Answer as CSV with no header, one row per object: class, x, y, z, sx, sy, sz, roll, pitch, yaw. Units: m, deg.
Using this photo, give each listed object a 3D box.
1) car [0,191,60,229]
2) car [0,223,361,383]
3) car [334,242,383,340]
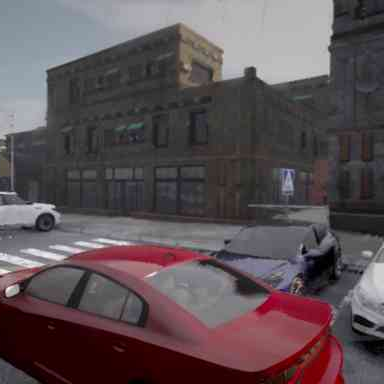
car,-9.132,0.969,15.723,2.435,2.045,5.566,1,1,36
car,-0.907,1.411,4.058,5.008,1.535,1.882,0,1,36
car,4.208,1.473,5.944,2.002,1.452,4.674,1,1,36
